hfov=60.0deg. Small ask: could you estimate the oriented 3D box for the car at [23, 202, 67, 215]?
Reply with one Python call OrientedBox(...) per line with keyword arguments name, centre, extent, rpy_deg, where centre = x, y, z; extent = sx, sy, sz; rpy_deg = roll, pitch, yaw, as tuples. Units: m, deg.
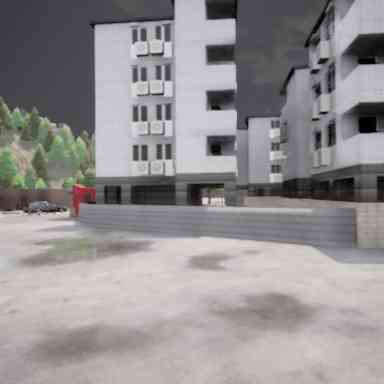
OrientedBox(name="car", centre=(-16.930, 1.851, 38.624), extent=(2.128, 1.511, 4.902), rpy_deg=(-1, 0, 35))
